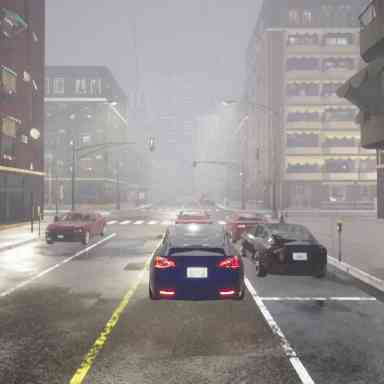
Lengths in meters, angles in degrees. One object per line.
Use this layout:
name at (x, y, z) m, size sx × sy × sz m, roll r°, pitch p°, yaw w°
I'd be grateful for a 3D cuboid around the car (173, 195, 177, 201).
car at (-5.356, 1.623, 87.848) m, size 1.887 × 1.381 × 4.507 m, roll 1°, pitch 0°, yaw 0°

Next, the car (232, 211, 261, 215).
car at (2.565, 1.550, 15.670) m, size 1.887 × 1.381 × 4.507 m, roll 1°, pitch 0°, yaw 0°

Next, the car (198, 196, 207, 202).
car at (2.527, 1.635, 82.175) m, size 1.947 × 1.339 × 4.313 m, roll 1°, pitch 0°, yaw 0°

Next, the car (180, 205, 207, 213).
car at (0.084, 1.607, 18.104) m, size 1.895 × 1.301 × 4.718 m, roll 0°, pitch 0°, yaw 0°

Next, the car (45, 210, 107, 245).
car at (-5.282, 1.550, 15.638) m, size 1.887 × 1.381 × 4.507 m, roll 1°, pitch 0°, yaw 0°

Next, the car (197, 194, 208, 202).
car at (2.572, 1.359, 63.672) m, size 2.192 × 1.841 × 5.009 m, roll 1°, pitch 0°, yaw 0°

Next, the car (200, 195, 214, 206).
car at (2.673, 1.577, 53.726) m, size 1.887 × 1.381 × 4.507 m, roll 1°, pitch 0°, yaw 0°

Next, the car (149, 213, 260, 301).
car at (0.096, 1.506, 8.381) m, size 2.163 × 1.488 × 4.792 m, roll 0°, pitch 0°, yaw 0°

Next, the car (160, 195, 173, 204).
car at (-5.360, 1.597, 65.090) m, size 2.008 × 1.369 × 4.403 m, roll 1°, pitch 0°, yaw 0°

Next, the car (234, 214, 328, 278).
car at (2.568, 1.569, 9.999) m, size 1.947 × 1.339 × 4.313 m, roll 1°, pitch 0°, yaw 0°

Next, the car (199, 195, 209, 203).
car at (2.535, 1.493, 70.795) m, size 1.967 × 1.590 × 4.097 m, roll 1°, pitch 0°, yaw 0°
